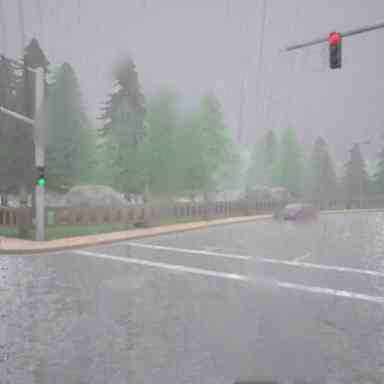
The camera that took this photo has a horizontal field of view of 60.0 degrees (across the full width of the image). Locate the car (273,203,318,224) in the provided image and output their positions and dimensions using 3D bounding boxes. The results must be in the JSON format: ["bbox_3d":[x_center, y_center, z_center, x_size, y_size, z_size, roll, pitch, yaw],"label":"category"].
[{"bbox_3d":[7.835,1.538,24.896,1.812,1.442,4.674,-1,0,42],"label":"car"}]
